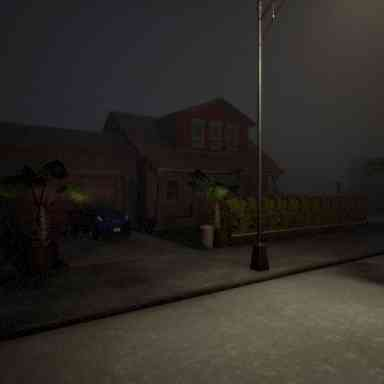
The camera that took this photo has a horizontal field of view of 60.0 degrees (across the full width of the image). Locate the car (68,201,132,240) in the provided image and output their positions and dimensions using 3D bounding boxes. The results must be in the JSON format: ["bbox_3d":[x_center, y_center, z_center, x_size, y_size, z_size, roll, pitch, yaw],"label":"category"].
[{"bbox_3d":[-4.076,1.174,14.562,1.845,1.501,3.633,0,0,-38],"label":"car"}]
